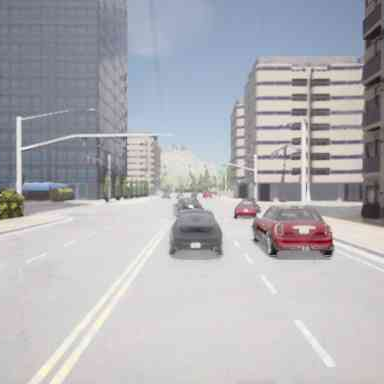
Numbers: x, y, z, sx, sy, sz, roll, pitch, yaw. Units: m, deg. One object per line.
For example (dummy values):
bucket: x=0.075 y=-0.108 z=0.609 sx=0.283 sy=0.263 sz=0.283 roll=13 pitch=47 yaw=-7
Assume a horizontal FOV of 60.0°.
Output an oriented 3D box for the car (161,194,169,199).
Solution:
car: x=-6.256 y=1.075 z=80.657 sx=1.994 sy=1.385 sz=4.181 roll=0 pitch=0 yaw=1

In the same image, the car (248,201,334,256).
car: x=3.663 y=1.274 z=12.874 sx=2.097 sy=1.767 sz=4.553 roll=0 pitch=0 yaw=1

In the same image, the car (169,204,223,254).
car: x=0.164 y=1.428 z=13.022 sx=1.837 sy=1.490 sz=4.892 roll=0 pitch=1 yaw=1

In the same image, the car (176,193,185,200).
car: x=-2.756 y=1.048 z=80.623 sx=2.128 sy=1.511 sz=4.902 roll=0 pitch=0 yaw=1

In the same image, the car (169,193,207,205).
car: x=-0.438 y=1.186 z=27.844 sx=2.097 sy=1.767 sz=4.553 roll=0 pitch=0 yaw=-9

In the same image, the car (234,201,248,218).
car: x=4.765 y=1.399 z=27.953 sx=1.994 sy=1.385 sz=4.181 roll=0 pitch=0 yaw=16

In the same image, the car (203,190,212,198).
car: x=4.341 y=0.679 z=91.053 sx=2.150 sy=2.045 sz=5.566 roll=0 pitch=0 yaw=1
